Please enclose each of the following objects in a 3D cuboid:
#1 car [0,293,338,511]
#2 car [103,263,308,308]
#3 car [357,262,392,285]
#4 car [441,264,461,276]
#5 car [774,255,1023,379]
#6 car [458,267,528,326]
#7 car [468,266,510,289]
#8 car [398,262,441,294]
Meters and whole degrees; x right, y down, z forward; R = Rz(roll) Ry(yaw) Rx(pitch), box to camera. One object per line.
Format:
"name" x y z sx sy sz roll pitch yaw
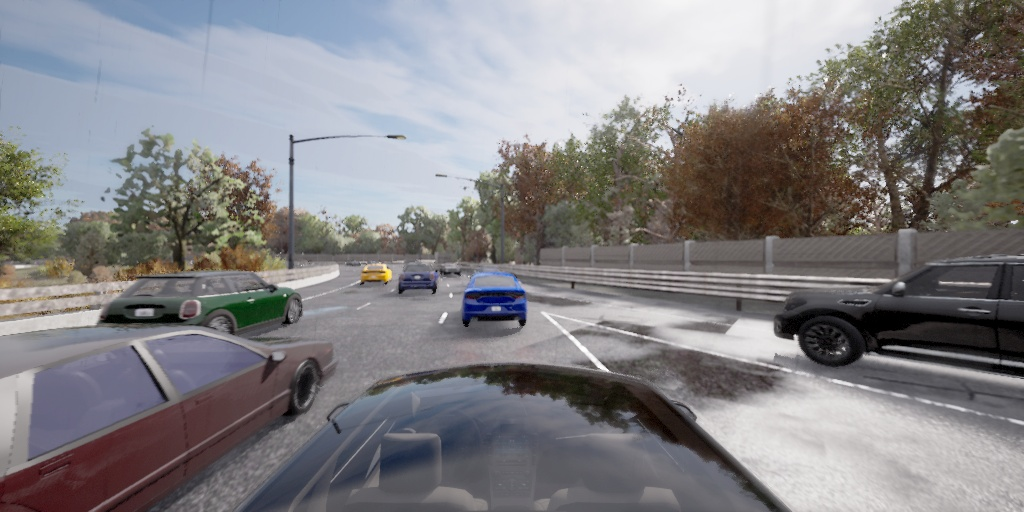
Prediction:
"car" -3.482 1.306 2.912 2.033 1.411 5.357 0 0 -1
"car" -7.386 1.150 9.167 2.097 1.767 4.553 0 0 -4
"car" -10.617 1.391 28.225 1.882 1.535 5.008 0 0 -15
"car" -7.036 1.583 40.076 1.895 1.301 4.718 0 0 -19
"car" 7.541 0.991 5.583 2.150 2.045 5.566 0 0 -32
"car" -0.648 1.290 12.099 1.882 1.535 5.008 0 -1 -5
"car" -1.725 1.457 25.356 1.994 1.385 4.181 0 0 -19
"car" -5.583 1.224 21.764 2.097 1.767 4.553 0 0 -10
